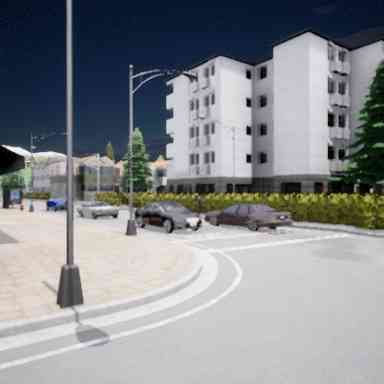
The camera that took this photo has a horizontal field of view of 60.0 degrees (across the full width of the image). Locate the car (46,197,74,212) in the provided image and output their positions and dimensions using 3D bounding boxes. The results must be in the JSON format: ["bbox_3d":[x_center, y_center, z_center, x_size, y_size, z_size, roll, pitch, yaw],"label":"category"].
[{"bbox_3d":[-14.137,1.279,35.450,1.882,1.535,5.008,0,0,-36],"label":"car"}]

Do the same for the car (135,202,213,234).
[{"bbox_3d":[-1.385,1.291,18.043,2.128,1.511,4.902,0,0,-36],"label":"car"}]

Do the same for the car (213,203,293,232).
[{"bbox_3d":[2.982,1.333,18.683,2.033,1.411,5.357,0,0,-38],"label":"car"}]

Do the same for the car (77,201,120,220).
[{"bbox_3d":[-7.464,1.402,26.324,1.895,1.301,4.718,0,0,-36],"label":"car"}]

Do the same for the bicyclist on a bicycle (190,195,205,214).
[{"bbox_3d":[0.472,1.082,28.156,1.656,1.620,0.582,-1,0,-36],"label":"bicyclist on a bicycle"}]
